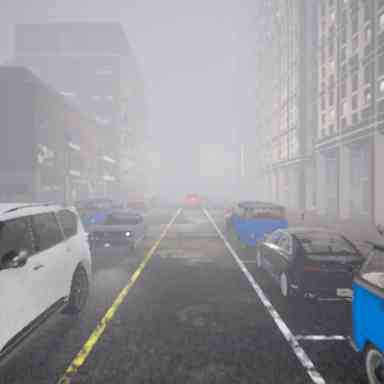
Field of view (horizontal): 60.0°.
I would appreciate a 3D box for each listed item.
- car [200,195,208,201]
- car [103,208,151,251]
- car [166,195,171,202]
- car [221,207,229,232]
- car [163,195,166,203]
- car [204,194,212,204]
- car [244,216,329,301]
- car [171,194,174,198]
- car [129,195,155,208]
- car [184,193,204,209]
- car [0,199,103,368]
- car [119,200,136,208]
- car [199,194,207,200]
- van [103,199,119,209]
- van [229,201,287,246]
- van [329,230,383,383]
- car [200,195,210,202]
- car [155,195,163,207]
[{"bbox_3d":[2.706,1.381,75.844,1.802,1.307,4.206,0,0,0],"label":"car"},{"bbox_3d":[-2.998,1.558,13.961,1.895,1.301,4.718,0,0,0],"label":"car"},{"bbox_3d":[-5.676,1.349,64.378,1.752,1.417,4.829,0,0,0],"label":"car"},{"bbox_3d":[2.694,1.506,19.358,1.947,1.339,4.313,0,0,0],"label":"car"},{"bbox_3d":[-5.678,1.400,53.251,2.008,1.369,4.403,0,0,0],"label":"car"},{"bbox_3d":[2.702,1.418,58.898,1.802,1.307,4.206,0,0,0],"label":"car"},{"bbox_3d":[2.692,1.525,8.061,2.008,1.369,4.403,0,0,0],"label":"car"},{"bbox_3d":[-5.674,1.345,75.846,1.887,1.381,4.507,0,0,0],"label":"car"},{"bbox_3d":[-5.683,1.209,36.305,2.192,1.841,5.009,0,0,0],"label":"car"},{"bbox_3d":[0.107,1.095,44.307,2.150,2.045,5.566,0,0,0],"label":"car"},{"bbox_3d":[-3.094,1.210,4.570,2.150,2.045,5.566,0,0,0],"label":"car"},{"bbox_3d":[-5.685,1.507,25.009,1.802,1.307,4.206,0,0,0],"label":"car"},{"bbox_3d":[2.707,1.229,81.492,1.967,1.590,4.097,0,0,0],"label":"car"},{"bbox_3d":[-5.686,1.282,19.359,1.690,1.788,3.998,0,0,0],"label":"van"},{"bbox_3d":[2.694,1.298,13.709,1.690,1.788,3.998,0,0,0],"label":"van"},{"bbox_3d":[2.691,1.333,2.412,1.690,1.788,3.998,0,0,0],"label":"van"},{"bbox_3d":[2.705,1.377,70.195,1.947,1.339,4.313,0,0,0],"label":"car"},{"bbox_3d":[-5.680,1.430,47.603,1.947,1.339,4.313,0,0,0],"label":"car"}]
